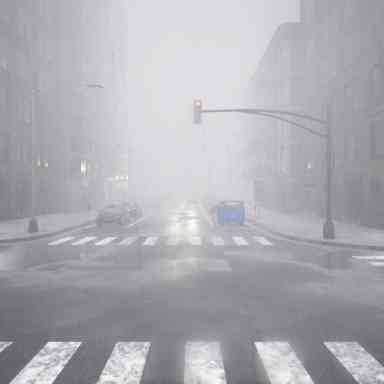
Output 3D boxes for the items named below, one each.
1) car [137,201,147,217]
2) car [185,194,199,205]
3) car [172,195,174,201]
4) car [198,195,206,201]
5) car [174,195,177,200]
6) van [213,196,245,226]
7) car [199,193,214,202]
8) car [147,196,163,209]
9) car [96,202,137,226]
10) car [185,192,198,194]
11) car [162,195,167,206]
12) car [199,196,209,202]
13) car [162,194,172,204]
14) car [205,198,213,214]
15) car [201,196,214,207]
[{"bbox_3d":[-5.393,1.543,28.868,1.887,1.381,4.507,0,0,0],"label":"car"},{"bbox_3d":[0.093,1.512,57.276,1.812,1.442,4.674,0,0,0],"label":"car"},{"bbox_3d":[-5.400,1.293,68.641,2.192,1.841,5.009,0,0,0],"label":"car"},{"bbox_3d":[2.623,1.531,85.691,1.947,1.339,4.313,0,0,0],"label":"car"},{"bbox_3d":[-5.401,1.410,80.005,1.967,1.590,4.097,0,0,0],"label":"car"},{"bbox_3d":[2.633,1.340,23.197,1.690,1.788,3.998,0,0,0],"label":"van"},{"bbox_3d":[2.629,1.305,51.603,2.192,1.841,5.009,0,0,0],"label":"car"},{"bbox_3d":[-5.396,1.520,45.744,1.752,1.417,4.829,0,0,0],"label":"car"},{"bbox_3d":[-5.392,1.550,23.187,2.008,1.369,4.403,0,0,0],"label":"car"},{"bbox_3d":[0.083,1.331,67.106,2.097,1.767,4.553,0,0,-2],"label":"car"},{"bbox_3d":[-5.397,1.556,51.596,1.947,1.339,4.313,0,0,0],"label":"car"},{"bbox_3d":[2.625,1.524,74.328,2.008,1.369,4.403,0,0,0],"label":"car"},{"bbox_3d":[-5.399,1.548,62.960,1.947,1.339,4.313,0,0,0],"label":"car"},{"bbox_3d":[2.631,1.580,34.559,1.802,1.307,4.206,0,0,0],"label":"car"},{"bbox_3d":[2.629,1.576,45.922,1.802,1.307,4.206,0,0,0],"label":"car"}]
